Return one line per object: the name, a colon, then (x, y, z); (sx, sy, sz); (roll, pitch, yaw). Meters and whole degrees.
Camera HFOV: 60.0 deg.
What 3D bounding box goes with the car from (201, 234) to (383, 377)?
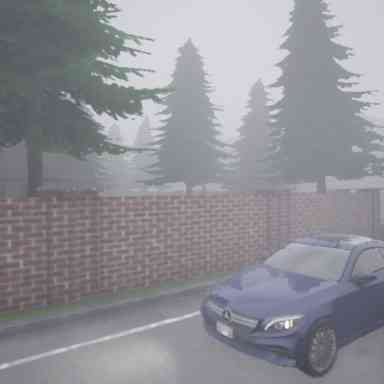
car: (2.313, 1.494, 5.622); (4.674, 1.442, 1.812); (0, 0, -36)
